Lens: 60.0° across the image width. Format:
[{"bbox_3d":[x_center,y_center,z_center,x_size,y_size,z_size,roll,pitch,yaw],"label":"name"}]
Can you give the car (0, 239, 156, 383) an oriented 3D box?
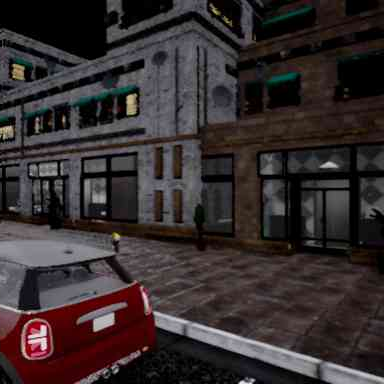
[{"bbox_3d":[-2.521,1.391,4.681,4.097,1.590,1.967,1,0,35],"label":"car"}]
